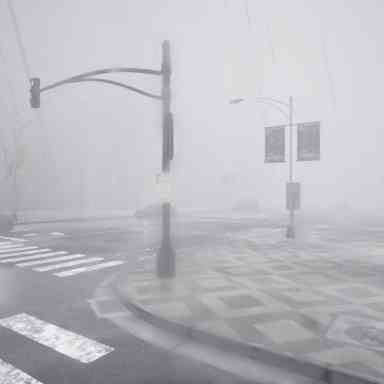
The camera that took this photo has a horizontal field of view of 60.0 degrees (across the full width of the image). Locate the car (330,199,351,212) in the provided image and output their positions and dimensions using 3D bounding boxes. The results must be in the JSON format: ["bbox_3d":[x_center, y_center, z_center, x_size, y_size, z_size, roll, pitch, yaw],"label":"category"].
[{"bbox_3d":[24.538,2.383,54.115,2.128,1.511,4.902,0,-1,36],"label":"car"}]

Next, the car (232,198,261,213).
[{"bbox_3d":[7.897,1.880,47.716,2.150,2.045,5.566,0,-1,36],"label":"car"}]

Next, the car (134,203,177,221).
[{"bbox_3d":[-3.400,1.877,31.823,1.837,1.490,4.892,0,-1,35],"label":"car"}]

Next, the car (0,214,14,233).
[{"bbox_3d":[-12.615,1.707,19.144,1.994,1.385,4.181,0,-1,38],"label":"car"}]
